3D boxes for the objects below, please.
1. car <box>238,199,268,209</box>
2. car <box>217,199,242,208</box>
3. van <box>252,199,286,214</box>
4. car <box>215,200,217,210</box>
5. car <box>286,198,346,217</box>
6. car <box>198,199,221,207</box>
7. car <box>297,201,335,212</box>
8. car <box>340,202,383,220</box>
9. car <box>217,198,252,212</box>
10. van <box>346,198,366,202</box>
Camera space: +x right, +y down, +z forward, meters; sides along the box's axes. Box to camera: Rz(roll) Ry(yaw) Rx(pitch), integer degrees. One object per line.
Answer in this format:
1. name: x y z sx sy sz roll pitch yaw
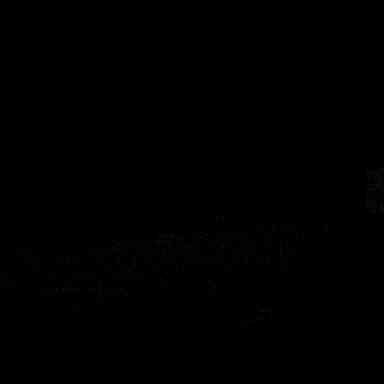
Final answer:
1. car: 9.691 1.920 53.485 1.752 1.417 4.829 -1 0 -36
2. car: 6.489 1.989 57.967 1.887 1.381 4.507 -1 0 -36
3. van: 9.455 1.690 39.141 1.690 1.788 3.998 -1 0 -36
4. car: 2.857 2.006 48.385 2.008 1.369 4.403 -1 0 -36
5. car: 12.756 1.608 34.519 2.192 1.841 5.009 -1 0 -36
6. car: 3.188 2.046 62.588 2.008 1.369 4.403 -1 0 -36
7. car: 16.392 1.852 44.104 1.947 1.339 4.313 -1 0 -36
8. car: 16.063 1.817 29.898 1.802 1.307 4.206 -1 0 -36
9. car: 6.154 1.718 43.763 2.192 1.841 5.009 -1 0 -36
10. van: 19.688 1.571 39.482 1.690 1.788 3.998 -1 0 -36
